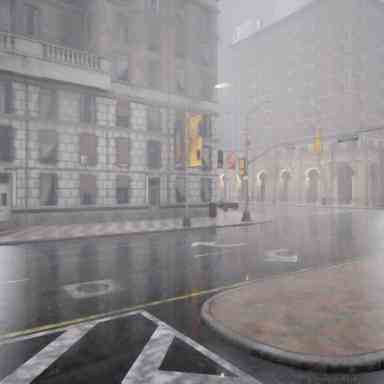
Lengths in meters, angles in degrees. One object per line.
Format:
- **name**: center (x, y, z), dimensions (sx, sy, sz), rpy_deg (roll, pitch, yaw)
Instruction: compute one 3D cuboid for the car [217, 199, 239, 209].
- **car**: center (4.027, 1.601, 43.907), dimensions (1.895, 1.301, 4.718), rpy_deg (0, 0, -36)
